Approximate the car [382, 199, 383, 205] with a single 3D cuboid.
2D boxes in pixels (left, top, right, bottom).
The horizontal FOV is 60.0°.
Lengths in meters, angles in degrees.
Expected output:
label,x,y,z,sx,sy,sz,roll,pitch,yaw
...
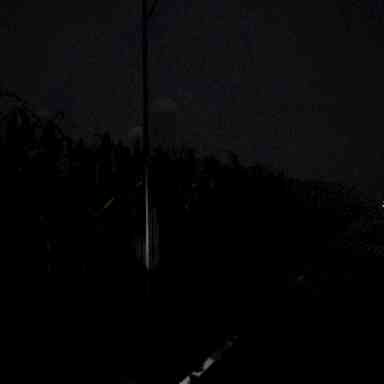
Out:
label,x,y,z,sx,sy,sz,roll,pitch,yaw
car,42.492,1.916,72.237,2.097,1.767,4.553,-1,-1,31
